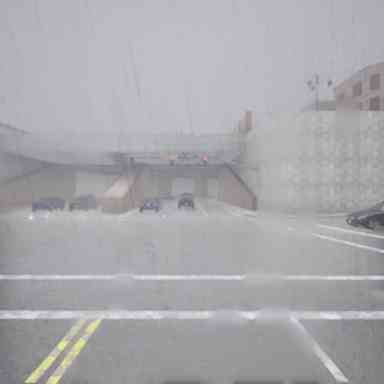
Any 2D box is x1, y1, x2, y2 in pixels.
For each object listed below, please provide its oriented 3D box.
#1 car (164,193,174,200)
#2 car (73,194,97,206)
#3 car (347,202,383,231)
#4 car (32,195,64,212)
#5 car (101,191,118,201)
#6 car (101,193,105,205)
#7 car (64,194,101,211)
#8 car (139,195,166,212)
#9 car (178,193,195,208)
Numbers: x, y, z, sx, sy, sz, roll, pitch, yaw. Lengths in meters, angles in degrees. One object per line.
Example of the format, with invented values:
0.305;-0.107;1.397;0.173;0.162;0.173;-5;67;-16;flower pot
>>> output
-4.672;0.886;65.451;1.812;1.442;4.674;0;1;6;car
-15.042;1.044;46.915;1.837;1.490;4.892;0;1;-1;car
10.945;1.202;18.160;4.674;1.442;1.812;-4;1;1;car
-14.754;1.140;34.400;1.882;1.535;5.008;0;1;-1;car
-15.237;0.751;61.595;2.097;1.767;4.553;0;0;0;car
-11.513;0.906;45.626;2.097;1.767;4.553;0;0;-1;car
-11.255;1.166;34.508;1.837;1.490;4.892;0;1;-1;car
-4.079;1.221;33.355;2.033;1.411;5.357;0;1;-1;car
-0.695;1.133;40.151;1.812;1.442;4.674;0;1;-1;car
